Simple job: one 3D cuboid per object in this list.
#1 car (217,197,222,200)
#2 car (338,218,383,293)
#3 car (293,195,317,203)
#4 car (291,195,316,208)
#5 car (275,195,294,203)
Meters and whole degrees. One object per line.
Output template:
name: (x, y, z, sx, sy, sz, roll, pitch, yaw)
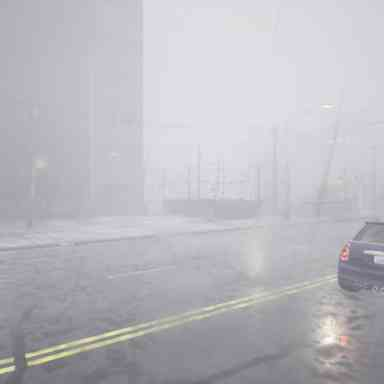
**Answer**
car: (4.575, 1.569, 60.769, 4.718, 1.301, 1.895, 0, 0, -36)
car: (5.425, 1.351, 7.678, 4.553, 1.767, 2.097, 0, 0, -35)
car: (22.214, 1.412, 65.285, 4.674, 1.452, 2.002, 0, 0, -36)
car: (15.334, 1.249, 46.213, 4.553, 1.767, 2.185, 0, 0, -36)
car: (19.301, 1.445, 69.281, 3.806, 1.475, 1.970, 0, 0, -36)
